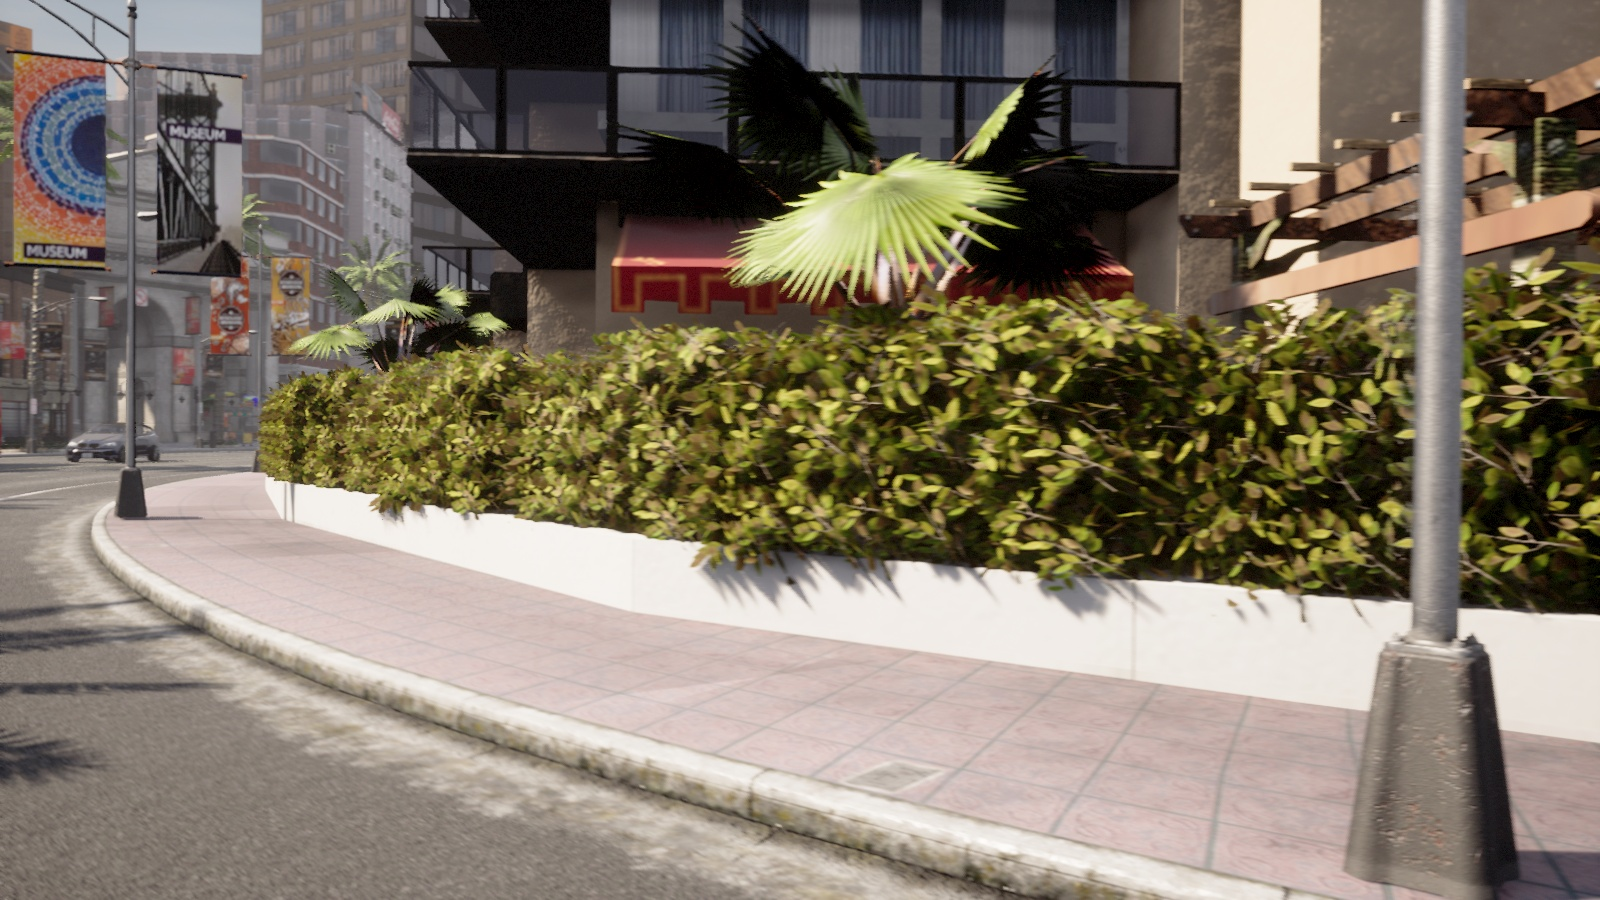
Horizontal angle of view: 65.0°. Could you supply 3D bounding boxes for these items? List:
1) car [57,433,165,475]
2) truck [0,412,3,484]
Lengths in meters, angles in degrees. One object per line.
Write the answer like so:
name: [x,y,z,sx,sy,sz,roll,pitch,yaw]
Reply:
car: [-29.197,0.141,53.386,2.242,1.667,4.611,-1,1,-3]
truck: [-28.366,-0.029,40.254,2.627,2.467,5.204,-1,1,-5]
